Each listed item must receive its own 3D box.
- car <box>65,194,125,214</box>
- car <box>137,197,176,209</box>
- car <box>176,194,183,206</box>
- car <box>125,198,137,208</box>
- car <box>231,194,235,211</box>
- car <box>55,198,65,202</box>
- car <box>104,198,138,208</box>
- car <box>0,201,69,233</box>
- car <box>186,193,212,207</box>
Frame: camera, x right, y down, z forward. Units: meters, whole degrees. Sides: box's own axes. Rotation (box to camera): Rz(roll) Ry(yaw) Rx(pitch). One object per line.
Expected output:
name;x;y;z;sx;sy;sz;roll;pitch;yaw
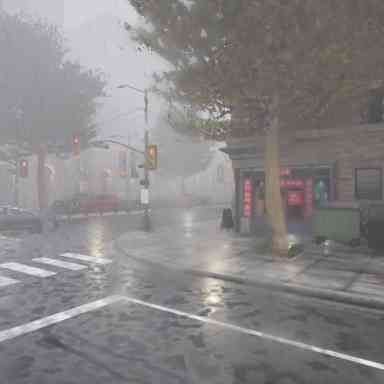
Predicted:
car;-10.422;1.221;36.201;2.150;2.045;5.566;0;0;36
car;-4.677;1.526;44.158;1.812;1.442;4.674;0;0;36
car;-0.919;1.221;55.329;2.150;2.045;5.566;0;0;36
car;-7.165;1.491;46.690;2.128;1.511;4.902;0;0;36
car;6.760;1.221;40.018;2.150;2.045;5.566;0;0;36
car;-13.261;1.221;38.247;2.150;2.045;5.566;0;0;36
car;-10.186;1.595;47.892;1.895;1.301;4.718;0;0;36
car;-9.677;1.491;18.037;4.902;1.511;2.128;0;0;-40
car;1.266;1.352;52.373;2.097;1.767;4.553;0;0;36
